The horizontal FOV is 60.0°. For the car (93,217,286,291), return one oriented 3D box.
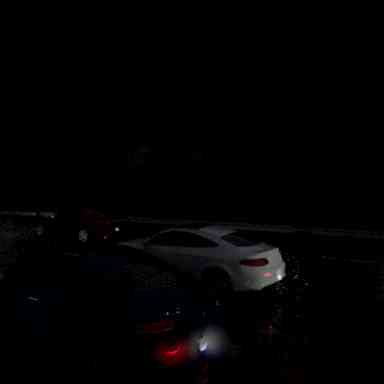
[{"bbox_3d":[-0.098,1.514,8.176,4.674,1.442,1.812,0,0,34],"label":"car"}]

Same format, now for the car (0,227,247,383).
[{"bbox_3d":[-1.735,1.519,5.062,4.674,1.442,1.812,0,0,34],"label":"car"}]

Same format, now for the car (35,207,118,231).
[{"bbox_3d":[-5.336,1.457,15.702,5.008,1.535,1.882,0,0,32],"label":"car"}]
